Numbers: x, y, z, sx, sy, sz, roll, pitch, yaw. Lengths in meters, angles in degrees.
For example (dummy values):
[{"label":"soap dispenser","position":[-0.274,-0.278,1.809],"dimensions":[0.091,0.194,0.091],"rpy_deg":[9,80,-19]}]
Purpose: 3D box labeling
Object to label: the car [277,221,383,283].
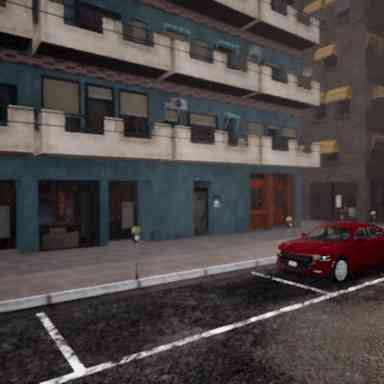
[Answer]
[{"label":"car","position":[4.370,1.564,9.692],"dimensions":[4.507,1.381,1.887],"rpy_deg":[0,-1,-35]}]
